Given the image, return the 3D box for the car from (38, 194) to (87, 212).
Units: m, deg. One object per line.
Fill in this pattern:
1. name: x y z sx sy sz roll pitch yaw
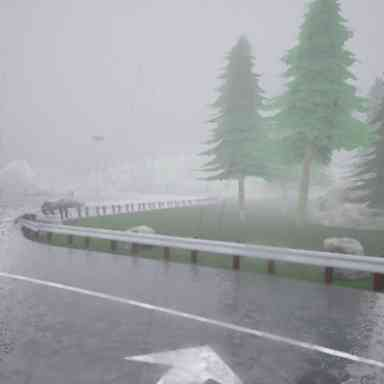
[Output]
1. car: -12.200 1.252 31.850 1.812 1.442 4.674 0 0 21

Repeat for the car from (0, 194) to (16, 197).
1. car: -28.475 1.052 48.121 1.812 1.442 4.674 0 0 23

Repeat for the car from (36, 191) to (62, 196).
1. car: -26.225 0.988 63.186 2.033 1.411 5.357 1 0 20

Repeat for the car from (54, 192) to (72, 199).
1. car: -30.127 0.852 77.787 1.812 1.442 4.674 0 0 8

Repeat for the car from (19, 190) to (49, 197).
1. car: -29.683 0.646 63.795 2.150 2.045 5.566 0 0 20

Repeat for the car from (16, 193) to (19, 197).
1. car: -33.430 0.951 63.737 1.994 1.385 4.181 0 0 22

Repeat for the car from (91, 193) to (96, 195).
1. car: -23.035 0.894 78.421 2.128 1.511 4.902 0 0 8

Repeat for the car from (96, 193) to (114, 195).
1. car: -19.636 0.921 77.289 2.128 1.511 4.902 0 0 8

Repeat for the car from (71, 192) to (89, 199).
1. car: -26.501 0.871 78.752 2.128 1.511 4.902 0 0 8

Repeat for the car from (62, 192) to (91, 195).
1. car: -22.207 0.989 64.231 1.812 1.442 4.674 0 0 20
